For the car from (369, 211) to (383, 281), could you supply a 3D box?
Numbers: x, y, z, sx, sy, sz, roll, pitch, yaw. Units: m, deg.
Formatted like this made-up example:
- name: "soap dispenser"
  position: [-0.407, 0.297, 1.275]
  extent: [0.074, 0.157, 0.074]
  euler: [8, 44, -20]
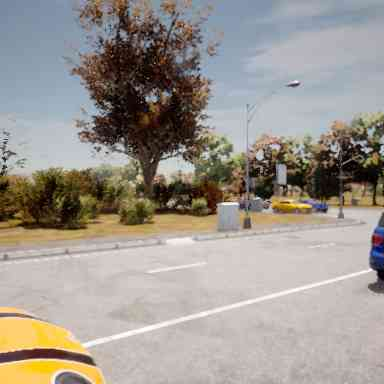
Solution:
- name: "car"
  position: [6.805, 1.275, 8.601]
  extent: [5.566, 2.045, 2.150]
  euler: [0, 0, -35]

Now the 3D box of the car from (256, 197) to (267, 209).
- name: "car"
  position: [9.051, 1.519, 47.570]
  extent: [2.097, 1.767, 4.553]
  euler: [0, 0, -33]

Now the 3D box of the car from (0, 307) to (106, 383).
- name: "car"
  position: [-2.736, 1.345, 1.793]
  extent: [4.553, 1.767, 2.097]
  euler: [0, 0, -36]

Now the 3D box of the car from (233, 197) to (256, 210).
- name: "car"
  position: [6.259, 1.751, 45.446]
  extent: [1.895, 1.301, 4.718]
  euler: [0, 0, -33]

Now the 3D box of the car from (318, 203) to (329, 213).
- name: "car"
  position: [13.934, 1.652, 39.875]
  extent: [1.882, 1.535, 5.008]
  euler: [0, 0, -32]

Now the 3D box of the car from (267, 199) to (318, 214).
- name: "car"
  position: [11.241, 1.634, 37.592]
  extent: [1.882, 1.535, 5.008]
  euler: [0, 0, -32]
